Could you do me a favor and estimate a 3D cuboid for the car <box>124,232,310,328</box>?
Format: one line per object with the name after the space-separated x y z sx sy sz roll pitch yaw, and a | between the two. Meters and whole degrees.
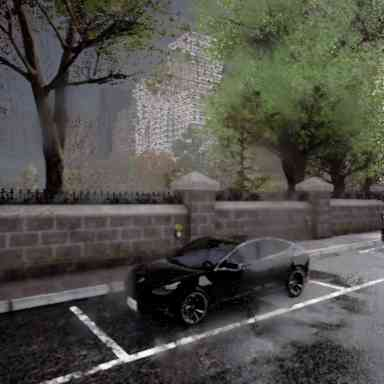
0.736 1.578 7.069 4.313 1.339 1.947 0 1 -35 | car

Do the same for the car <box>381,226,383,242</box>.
9.732 1.356 13.483 5.009 1.841 2.192 0 1 -35 | car
